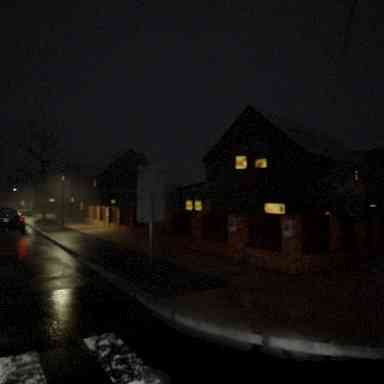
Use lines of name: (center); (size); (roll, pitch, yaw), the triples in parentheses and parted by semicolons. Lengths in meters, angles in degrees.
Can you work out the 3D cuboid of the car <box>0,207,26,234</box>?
car: (-12.049, 1.735, 21.419); (2.097, 1.767, 4.553); (0, -1, -32)
